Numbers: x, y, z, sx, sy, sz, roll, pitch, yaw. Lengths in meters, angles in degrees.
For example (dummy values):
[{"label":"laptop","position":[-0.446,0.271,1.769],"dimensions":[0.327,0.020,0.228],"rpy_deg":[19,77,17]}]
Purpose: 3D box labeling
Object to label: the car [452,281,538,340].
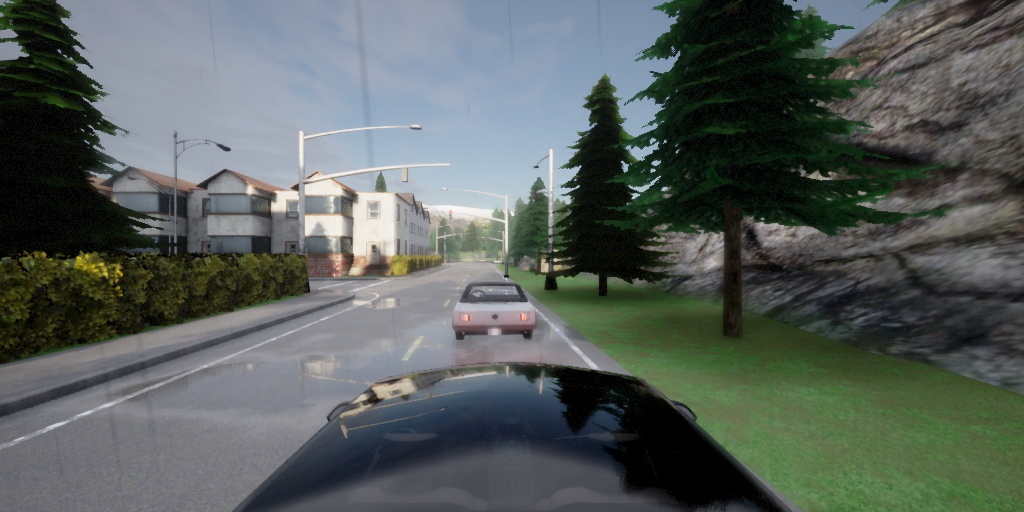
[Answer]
[{"label":"car","position":[-0.526,1.351,9.954],"dimensions":[1.895,1.301,4.718],"rpy_deg":[0,0,-4]}]
